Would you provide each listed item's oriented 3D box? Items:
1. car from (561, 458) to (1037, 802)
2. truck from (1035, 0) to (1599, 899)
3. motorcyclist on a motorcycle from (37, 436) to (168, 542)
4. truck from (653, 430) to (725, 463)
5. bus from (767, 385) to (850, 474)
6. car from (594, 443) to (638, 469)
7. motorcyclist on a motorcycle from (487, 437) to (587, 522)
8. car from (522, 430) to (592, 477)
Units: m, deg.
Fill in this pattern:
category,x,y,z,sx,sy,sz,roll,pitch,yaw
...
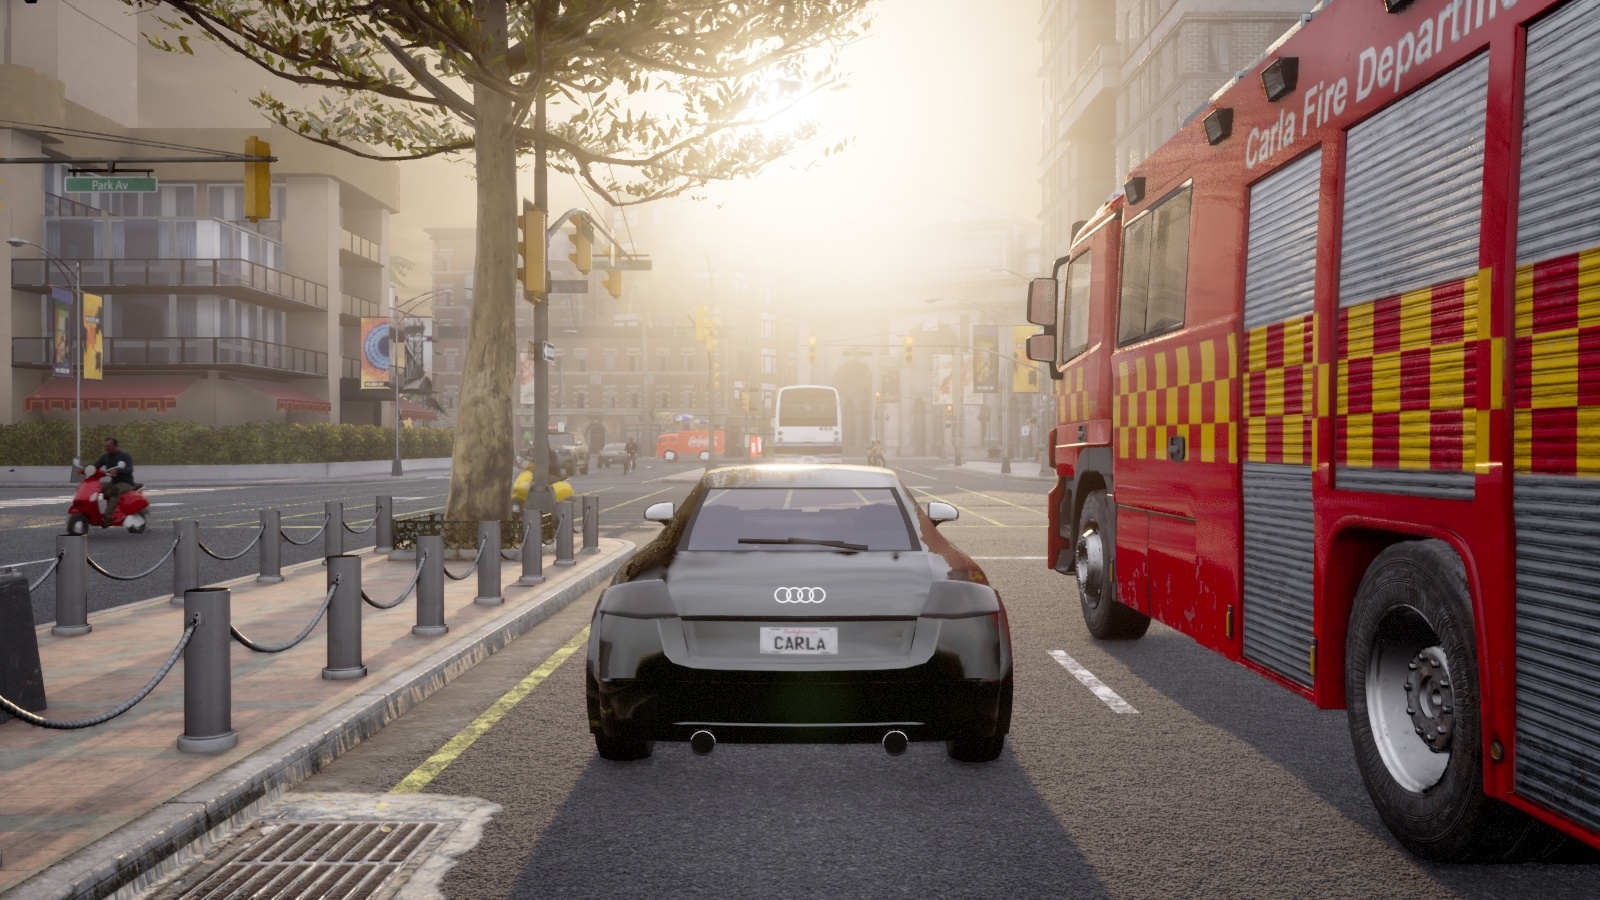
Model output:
category,x,y,z,sx,sy,sz,roll,pitch,yaw
car,0.005,0.769,7.352,1.994,1.385,4.181,0,0,0
truck,3.562,-0.456,7.201,2.891,3.827,8.468,0,0,0
motorcyclist on a motorcycle,-11.026,0.578,19.936,0.866,1.590,1.817,1,0,9
truck,-8.448,-0.289,95.992,5.204,2.467,2.627,0,0,1
bus,0.433,-0.997,65.120,3.944,4.253,10.273,0,0,0
car,-11.012,0.317,75.426,1.837,1.490,4.892,0,0,1
motorcyclist on a motorcycle,-5.185,0.556,24.843,0.866,1.590,1.817,2,1,35
car,-11.115,0.130,57.873,2.150,2.045,5.566,0,0,0
